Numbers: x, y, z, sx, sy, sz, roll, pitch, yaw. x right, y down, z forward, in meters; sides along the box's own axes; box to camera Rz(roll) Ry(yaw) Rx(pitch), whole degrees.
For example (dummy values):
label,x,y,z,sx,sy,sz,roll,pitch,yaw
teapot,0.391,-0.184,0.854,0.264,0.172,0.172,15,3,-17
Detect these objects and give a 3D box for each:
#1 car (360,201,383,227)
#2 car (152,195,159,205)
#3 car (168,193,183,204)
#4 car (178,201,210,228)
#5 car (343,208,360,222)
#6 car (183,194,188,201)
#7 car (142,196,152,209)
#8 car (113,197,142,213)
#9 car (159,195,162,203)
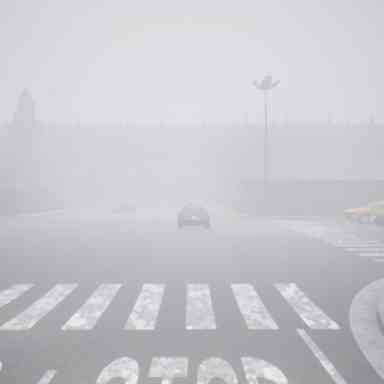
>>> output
label,x,y,z,sx,sy,sz,roll,pitch,yaw
car,13.115,1.407,19.714,4.902,1.511,2.128,0,0,0
car,-7.021,1.443,55.128,1.812,1.442,4.674,0,0,0
car,-3.361,1.123,62.908,2.150,2.045,5.566,0,0,0
car,0.115,1.503,21.784,1.994,1.385,4.181,0,0,0
car,13.209,1.388,23.209,5.008,1.535,1.882,0,0,0
car,-2.390,1.238,77.802,2.097,1.767,4.553,0,0,14
car,-7.062,1.533,45.022,1.895,1.301,4.718,0,0,0
car,-7.070,1.298,36.012,2.097,1.767,4.553,0,0,0
car,-6.964,1.407,65.236,1.837,1.490,4.892,0,0,0
